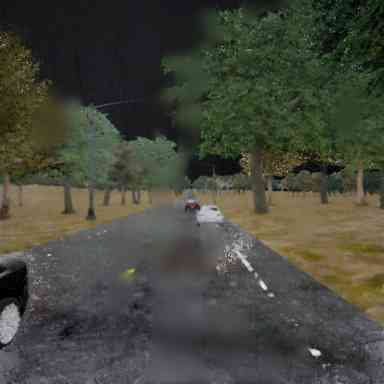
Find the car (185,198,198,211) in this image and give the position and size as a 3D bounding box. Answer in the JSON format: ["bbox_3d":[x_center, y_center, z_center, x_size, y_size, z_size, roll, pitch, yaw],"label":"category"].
[{"bbox_3d":[0.039,1.758,46.514,1.882,1.535,5.008,0,0,0],"label":"car"}]

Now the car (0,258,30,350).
[{"bbox_3d":[-3.612,1.493,3.432,1.882,1.535,5.008,0,0,0],"label":"car"}]

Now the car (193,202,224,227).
[{"bbox_3d":[1.219,1.658,23.909,1.812,1.442,4.674,0,0,0],"label":"car"}]

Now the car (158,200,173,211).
[{"bbox_3d":[-3.598,1.823,45.672,2.033,1.411,5.357,0,0,0],"label":"car"}]

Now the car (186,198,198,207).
[{"bbox_3d":[-0.014,1.936,62.331,2.128,1.511,4.902,0,-1,0],"label":"car"}]
